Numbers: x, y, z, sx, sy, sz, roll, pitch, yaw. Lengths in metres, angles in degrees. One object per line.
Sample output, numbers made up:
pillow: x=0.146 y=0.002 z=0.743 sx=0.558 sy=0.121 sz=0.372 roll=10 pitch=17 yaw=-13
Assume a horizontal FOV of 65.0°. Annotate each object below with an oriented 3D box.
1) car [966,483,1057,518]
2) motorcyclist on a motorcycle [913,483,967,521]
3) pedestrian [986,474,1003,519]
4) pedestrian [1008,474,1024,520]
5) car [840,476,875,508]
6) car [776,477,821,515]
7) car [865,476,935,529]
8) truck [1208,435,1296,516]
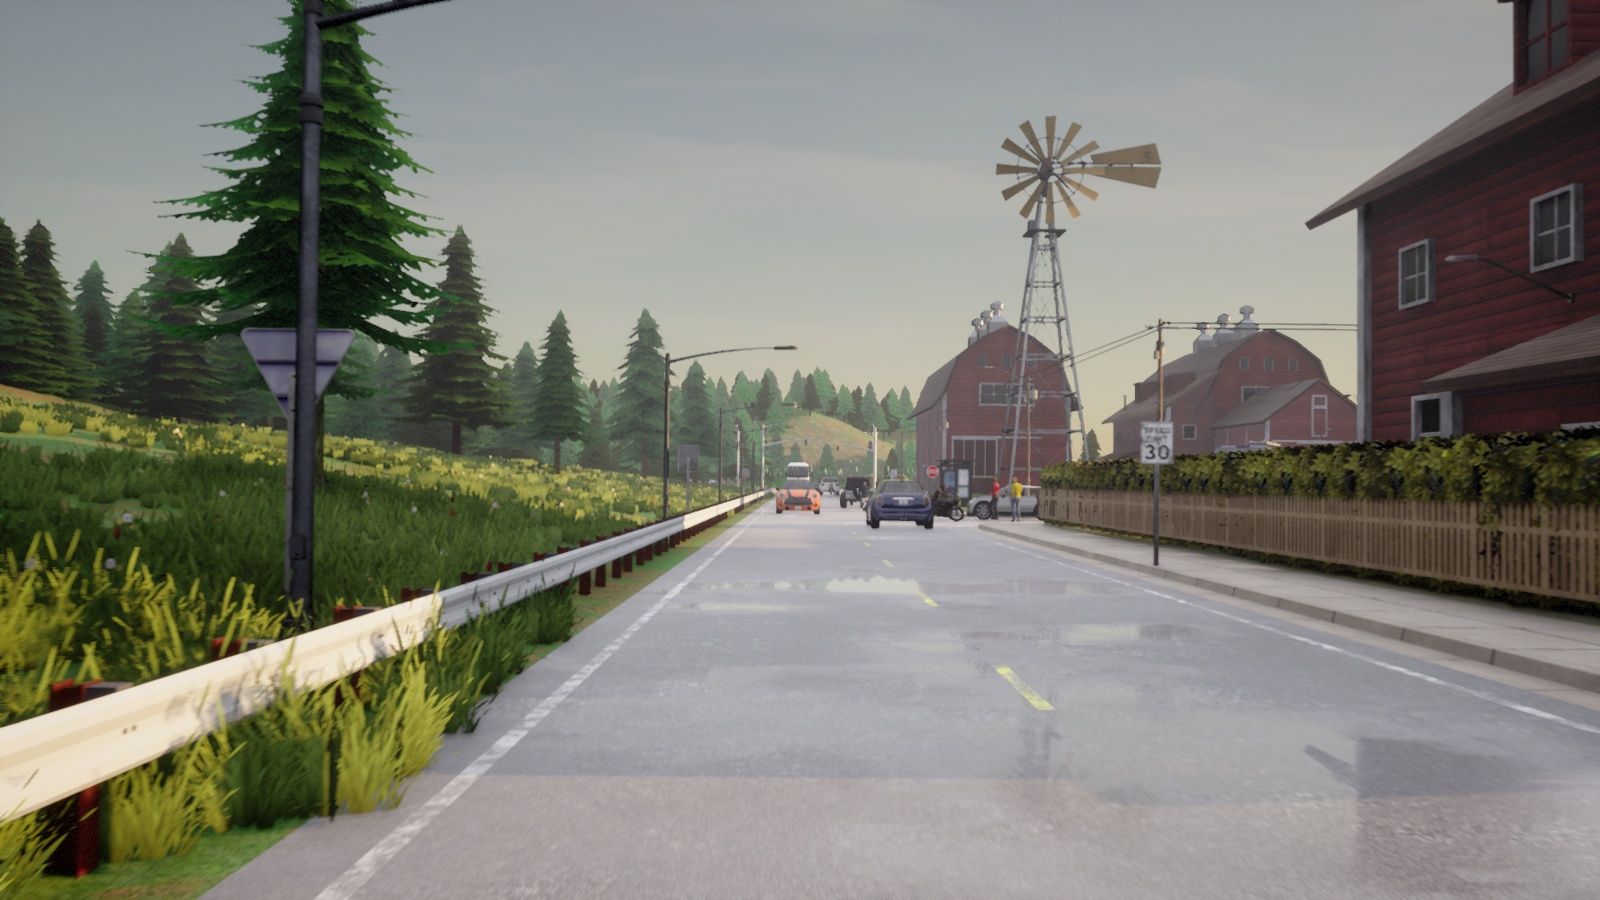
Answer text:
car: x=9.142 y=2.176 z=54.349 sx=3.806 sy=1.475 sz=1.970 roll=0 pitch=-1 yaw=10
motorcyclist on a motorcycle: x=5.683 y=2.099 z=50.885 sx=2.044 sy=1.523 sz=0.797 roll=0 pitch=-2 yaw=22
pedestrian: x=8.157 y=1.951 z=52.604 sx=0.636 sy=1.846 sz=0.331 roll=-1 pitch=-2 yaw=39
pedestrian: x=8.706 y=1.904 z=50.682 sx=0.354 sy=1.836 sz=0.706 roll=1 pitch=-1 yaw=-15
car: x=3.419 y=2.508 z=75.166 sx=1.905 sy=1.878 sz=3.866 roll=0 pitch=-1 yaw=0
car: x=-0.063 y=2.212 z=61.023 sx=2.097 sy=1.767 sz=4.553 roll=0 pitch=-1 yaw=0
car: x=3.458 y=1.801 z=44.073 sx=2.097 sy=1.767 sz=4.553 roll=0 pitch=-1 yaw=0
truck: x=23.041 y=1.313 z=63.735 sx=2.891 sy=3.827 sz=8.468 roll=-1 pitch=-2 yaw=29
